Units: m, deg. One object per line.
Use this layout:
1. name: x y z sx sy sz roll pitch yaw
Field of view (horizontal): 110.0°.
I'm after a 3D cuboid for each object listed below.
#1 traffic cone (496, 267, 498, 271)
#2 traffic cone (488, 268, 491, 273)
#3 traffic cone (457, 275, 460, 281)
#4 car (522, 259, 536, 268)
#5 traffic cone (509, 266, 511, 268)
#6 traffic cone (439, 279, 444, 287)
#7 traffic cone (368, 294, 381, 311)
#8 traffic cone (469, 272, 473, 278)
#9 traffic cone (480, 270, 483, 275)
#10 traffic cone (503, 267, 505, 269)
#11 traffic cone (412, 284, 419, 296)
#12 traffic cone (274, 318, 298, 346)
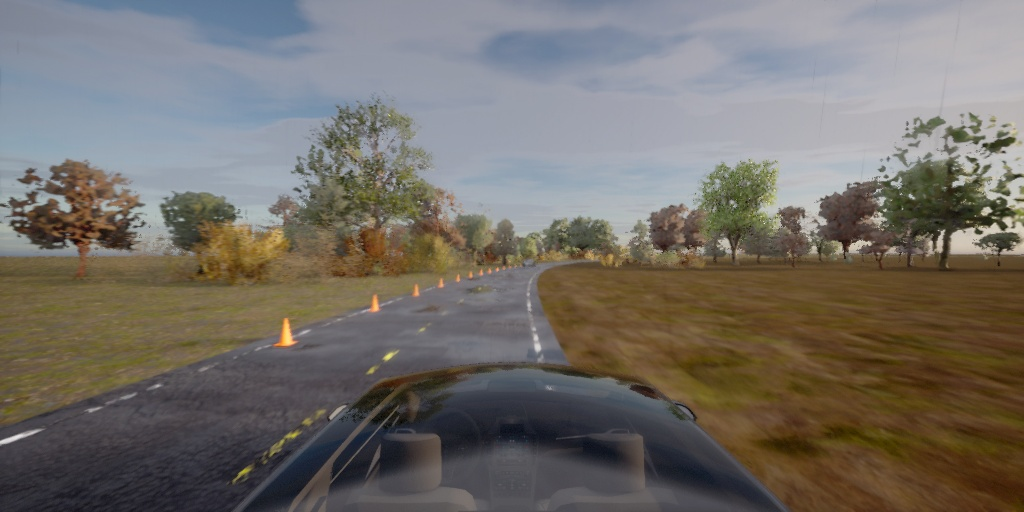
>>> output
1. traffic cone: -1.981 1.711 48.374 0.340 0.580 0.340 0 0 8
2. traffic cone: -2.682 1.711 43.375 0.340 0.580 0.340 0 0 7
3. traffic cone: -4.260 1.709 28.319 0.340 0.580 0.340 0 0 4
4. car: 2.950 1.247 62.418 2.128 1.511 4.902 0 0 12
5. traffic cone: -0.320 1.710 58.329 0.340 0.580 0.340 0 0 10
6. traffic cone: -4.612 1.709 23.284 0.340 0.580 0.340 0 0 3
7. traffic cone: -5.051 1.707 13.200 0.340 0.580 0.340 0 0 1
8. traffic cone: -3.822 1.710 33.346 0.340 0.580 0.340 0 0 5
9. traffic cone: -3.295 1.710 38.365 0.340 0.580 0.340 0 0 6
10. traffic cone: -1.194 1.711 53.358 0.340 0.580 0.340 0 0 9
11. traffic cone: -4.875 1.708 18.244 0.340 0.580 0.340 0 0 2
12. traffic cone: -5.139 1.706 8.153 0.340 0.580 0.340 0 0 0
